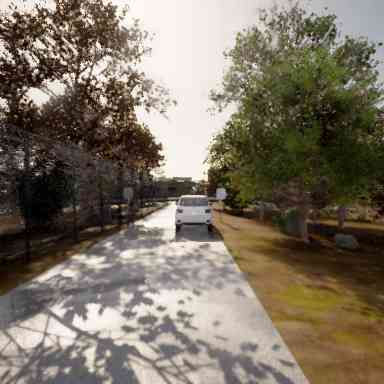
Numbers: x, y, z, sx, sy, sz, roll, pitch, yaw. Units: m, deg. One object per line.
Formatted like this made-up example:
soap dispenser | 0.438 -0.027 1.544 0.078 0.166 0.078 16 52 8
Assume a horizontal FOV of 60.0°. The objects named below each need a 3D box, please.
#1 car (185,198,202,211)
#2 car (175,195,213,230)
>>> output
car | 0.154 1.544 42.621 2.033 1.411 5.357 0 0 0
car | 0.129 1.220 20.999 2.150 2.045 5.566 0 0 1
